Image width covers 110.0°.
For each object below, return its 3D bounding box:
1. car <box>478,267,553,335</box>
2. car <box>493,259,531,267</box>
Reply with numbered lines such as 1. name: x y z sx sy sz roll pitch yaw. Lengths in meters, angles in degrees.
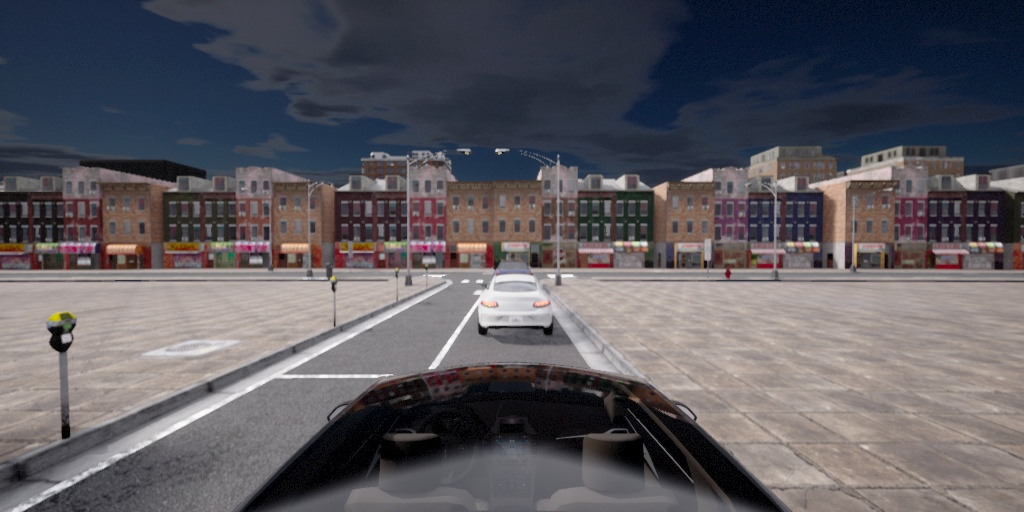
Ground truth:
1. car: 0.081 1.207 10.134 1.812 1.442 4.674 0 0 0
2. car: 0.018 0.958 19.411 2.097 1.767 4.553 0 0 -1
